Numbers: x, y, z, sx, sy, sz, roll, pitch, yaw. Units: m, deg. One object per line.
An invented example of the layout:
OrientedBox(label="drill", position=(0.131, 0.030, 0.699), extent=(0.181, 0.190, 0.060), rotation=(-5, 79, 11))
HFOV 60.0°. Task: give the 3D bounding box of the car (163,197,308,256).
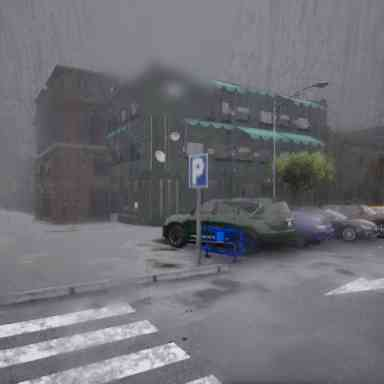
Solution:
OrientedBox(label="car", position=(1.343, 1.246, 13.377), extent=(5.566, 2.045, 2.435), rotation=(-1, -1, 38))

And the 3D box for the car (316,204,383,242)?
OrientedBox(label="car", position=(6.405, 1.517, 16.470), extent=(4.892, 1.521, 2.231), rotation=(-1, -1, 38))

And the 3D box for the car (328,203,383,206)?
OrientedBox(label="car", position=(8.904, 1.400, 18.041), extent=(4.553, 1.767, 2.185), rotation=(-1, -1, 38))

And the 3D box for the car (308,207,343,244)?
OrientedBox(label="car", position=(3.890, 1.547, 14.914), extent=(4.674, 1.452, 2.002), rotation=(-1, -1, 38))
